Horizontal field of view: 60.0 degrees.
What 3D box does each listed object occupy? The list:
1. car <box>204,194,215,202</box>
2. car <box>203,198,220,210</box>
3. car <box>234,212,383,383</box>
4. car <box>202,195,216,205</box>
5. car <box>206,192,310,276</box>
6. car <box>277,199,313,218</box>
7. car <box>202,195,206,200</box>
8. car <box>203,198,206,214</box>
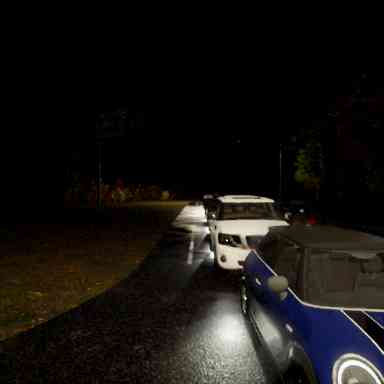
[{"bbox_3d":[3.509,1.210,66.552,1.994,1.385,4.181,0,0,6],"label":"car"},{"bbox_3d":[2.266,1.389,39.917,1.895,1.301,4.718,0,0,1],"label":"car"},{"bbox_3d":[1.937,1.337,4.168,2.097,1.767,4.553,0,0,0],"label":"car"},{"bbox_3d":[2.601,1.212,52.939,2.128,1.511,4.902,0,0,2],"label":"car"},{"bbox_3d":[1.699,1.159,10.514,2.150,2.045,5.566,0,0,1],"label":"car"},{"bbox_3d":[9.057,1.369,29.570,1.812,1.442,4.674,0,0,1],"label":"car"},{"bbox_3d":[2.055,1.319,29.357,1.882,1.535,5.008,0,0,1],"label":"car"},{"bbox_3d":[1.934,1.378,23.102,1.837,1.490,4.892,0,0,1],"label":"car"}]
